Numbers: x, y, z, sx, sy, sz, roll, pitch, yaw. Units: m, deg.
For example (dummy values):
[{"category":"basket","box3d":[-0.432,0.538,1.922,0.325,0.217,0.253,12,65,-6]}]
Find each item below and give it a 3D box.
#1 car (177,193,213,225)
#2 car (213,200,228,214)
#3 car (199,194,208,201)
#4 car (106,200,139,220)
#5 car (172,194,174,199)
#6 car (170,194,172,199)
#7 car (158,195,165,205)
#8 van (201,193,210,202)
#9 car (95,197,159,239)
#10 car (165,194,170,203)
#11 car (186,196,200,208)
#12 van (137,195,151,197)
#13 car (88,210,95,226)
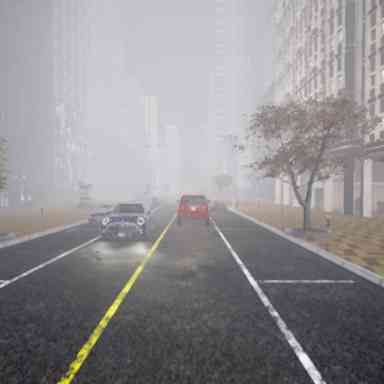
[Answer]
[{"category":"car","box3d":[0.094,1.139,23.573,2.150,2.045,5.566,0,0,0]},{"category":"car","box3d":[2.681,1.468,33.688,1.802,1.307,4.206,-1,0,0]},{"category":"car","box3d":[2.681,1.214,78.688,1.967,1.590,4.097,-1,0,0]},{"category":"car","box3d":[-5.700,1.429,27.893,1.752,1.417,4.829,-1,0,0]},{"category":"car","box3d":[-5.696,1.303,89.938,2.008,1.369,4.403,-1,0,0]},{"category":"car","box3d":[-5.698,1.349,67.438,2.008,1.369,4.403,-1,0,0]},{"category":"car","box3d":[-5.698,1.384,50.563,1.887,1.381,4.507,-1,0,0]},{"category":"van","box3d":[2.678,1.139,67.438,1.690,1.788,3.998,-1,0,0]},{"category":"car","box3d":[-3.080,1.291,16.814,2.097,1.767,4.553,0,0,0]},{"category":"car","box3d":[-5.697,1.362,61.814,2.008,1.369,4.403,-1,0,0]},{"category":"car","box3d":[0.102,1.357,45.477,1.837,1.490,4.892,0,0,0]},{"category":"van","box3d":[-5.702,1.211,39.312,1.690,1.788,3.998,-1,0,0]},{"category":"car","box3d":[-5.700,1.471,22.438,2.008,1.369,4.403,-1,0,0]}]
